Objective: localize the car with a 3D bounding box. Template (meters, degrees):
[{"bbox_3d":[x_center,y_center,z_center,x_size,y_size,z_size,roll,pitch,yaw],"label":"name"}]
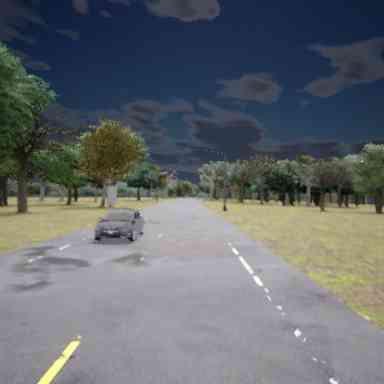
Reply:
[{"bbox_3d":[-3.570,1.601,17.060,1.837,1.490,4.892,1,-1,0],"label":"car"}]
